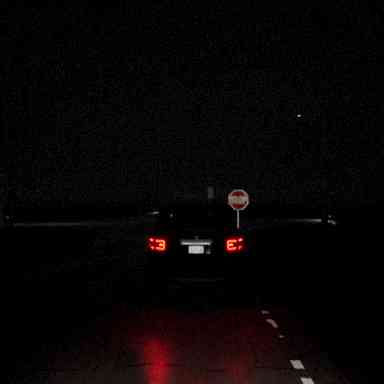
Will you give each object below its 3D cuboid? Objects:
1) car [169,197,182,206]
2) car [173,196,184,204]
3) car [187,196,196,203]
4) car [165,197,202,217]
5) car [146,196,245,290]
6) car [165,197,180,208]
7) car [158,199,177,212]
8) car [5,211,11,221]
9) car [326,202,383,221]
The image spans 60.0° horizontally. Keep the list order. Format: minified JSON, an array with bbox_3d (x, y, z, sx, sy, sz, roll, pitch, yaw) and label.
[{"bbox_3d":[-2.830,1.592,58.662,2.033,1.411,5.357,0,0,1],"label":"car"},{"bbox_3d":[-2.811,1.599,69.153,2.033,1.411,5.357,0,0,0],"label":"car"},{"bbox_3d":[-0.058,1.606,72.811,1.994,1.385,4.181,0,0,0],"label":"car"},{"bbox_3d":[-0.744,1.366,32.499,2.097,1.767,4.553,0,0,21],"label":"car"},{"bbox_3d":[0.091,1.225,9.217,2.150,2.045,5.566,0,0,0],"label":"car"},{"bbox_3d":[-2.870,1.513,48.899,1.882,1.535,5.008,0,0,0],"label":"car"},{"bbox_3d":[-2.868,1.589,40.067,1.994,1.385,4.181,0,0,0],"label":"car"},{"bbox_3d":[-15.509,1.562,23.551,4.902,1.511,2.128,0,-1,-2],"label":"car"},{"bbox_3d":[13.644,1.539,26.605,5.357,1.411,2.033,0,-1,-1],"label":"car"}]
